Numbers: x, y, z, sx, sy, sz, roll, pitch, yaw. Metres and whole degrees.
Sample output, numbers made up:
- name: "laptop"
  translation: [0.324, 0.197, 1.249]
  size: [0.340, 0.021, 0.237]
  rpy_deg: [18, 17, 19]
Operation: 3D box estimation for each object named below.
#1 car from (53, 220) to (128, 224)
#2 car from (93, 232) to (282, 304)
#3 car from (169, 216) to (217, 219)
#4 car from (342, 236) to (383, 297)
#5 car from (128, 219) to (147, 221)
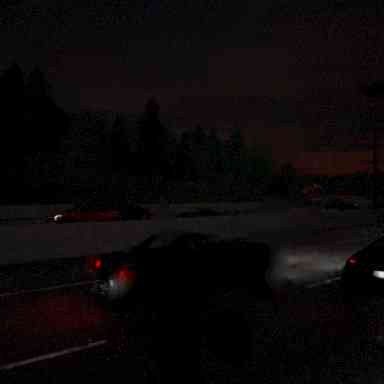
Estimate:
- name: "car"
  translation: [-6.747, 1.479, 20.947]
  size: [4.553, 1.767, 2.097]
  rpy_deg: [1, -1, -38]
- name: "car"
  translation: [0.123, 1.679, 8.340]
  size: [4.718, 1.301, 1.895]
  rpy_deg: [1, -1, -37]
- name: "car"
  translation: [0.380, 1.775, 22.145]
  size: [4.181, 1.385, 1.994]
  rpy_deg: [1, -1, -39]
- name: "car"
  translation: [5.486, 1.694, 8.070]
  size: [4.181, 1.385, 1.994]
  rpy_deg: [1, -1, -38]
- name: "car"
  translation: [-5.593, 1.667, 26.316]
  size: [5.008, 1.535, 1.882]
  rpy_deg: [1, -1, -39]
